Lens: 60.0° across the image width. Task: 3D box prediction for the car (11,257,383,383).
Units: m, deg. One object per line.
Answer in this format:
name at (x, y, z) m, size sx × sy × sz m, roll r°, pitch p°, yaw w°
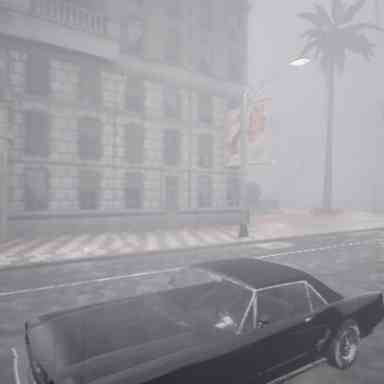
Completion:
car at (0.397, 1.631, 4.250) m, size 4.718 × 1.301 × 1.895 m, roll 1°, pitch 0°, yaw -35°
